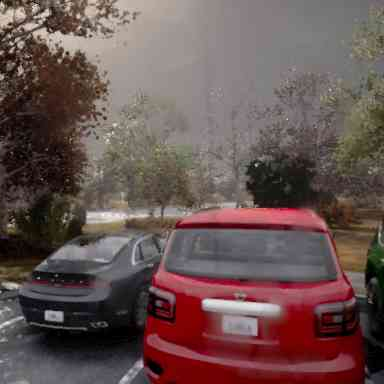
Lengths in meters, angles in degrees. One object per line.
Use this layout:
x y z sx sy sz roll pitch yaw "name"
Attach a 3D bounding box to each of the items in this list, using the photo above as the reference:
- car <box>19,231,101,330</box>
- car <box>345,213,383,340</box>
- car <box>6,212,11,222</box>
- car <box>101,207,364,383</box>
-1.337 1.527 7.047 2.231 1.521 4.892 0 -1 15 "car"
3.518 1.235 3.588 2.435 2.045 5.566 0 -1 15 "car"
-23.579 2.800 41.055 2.097 1.767 4.553 0 -2 -30 "car"
1.101 1.256 5.369 2.435 2.045 5.566 0 -1 15 "car"
